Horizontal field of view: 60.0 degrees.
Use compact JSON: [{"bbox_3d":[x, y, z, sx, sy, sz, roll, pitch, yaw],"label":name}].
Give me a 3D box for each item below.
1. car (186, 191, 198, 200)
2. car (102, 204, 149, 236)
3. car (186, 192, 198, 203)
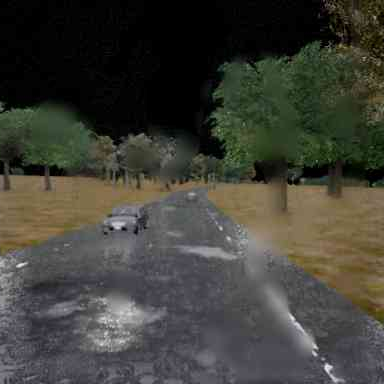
[{"bbox_3d":[-0.005,0.643,65.787,2.128,1.511,4.902,0,2,0],"label":"car"},{"bbox_3d":[-3.547,1.457,18.486,2.128,1.511,4.902,0,0,1],"label":"car"},{"bbox_3d":[-0.003,0.925,55.372,2.128,1.511,4.902,0,1,0],"label":"car"}]
